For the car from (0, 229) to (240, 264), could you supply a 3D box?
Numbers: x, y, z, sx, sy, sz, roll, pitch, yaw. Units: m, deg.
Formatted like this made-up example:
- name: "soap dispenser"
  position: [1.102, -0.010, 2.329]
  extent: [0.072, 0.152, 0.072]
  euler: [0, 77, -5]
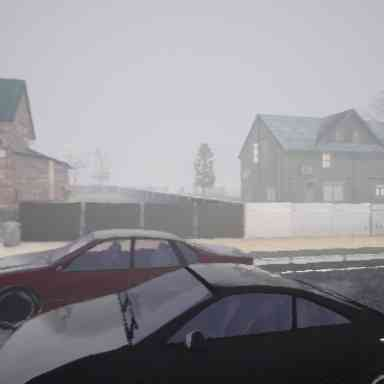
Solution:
- name: "car"
  position: [-1.374, 1.456, 6.416]
  extent: [5.357, 1.411, 2.033]
  euler: [1, 0, -17]

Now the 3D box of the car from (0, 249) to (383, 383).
- name: "car"
  position: [0.160, 1.531, 3.487]
  extent: [4.181, 1.385, 1.994]
  euler: [1, 0, -17]
